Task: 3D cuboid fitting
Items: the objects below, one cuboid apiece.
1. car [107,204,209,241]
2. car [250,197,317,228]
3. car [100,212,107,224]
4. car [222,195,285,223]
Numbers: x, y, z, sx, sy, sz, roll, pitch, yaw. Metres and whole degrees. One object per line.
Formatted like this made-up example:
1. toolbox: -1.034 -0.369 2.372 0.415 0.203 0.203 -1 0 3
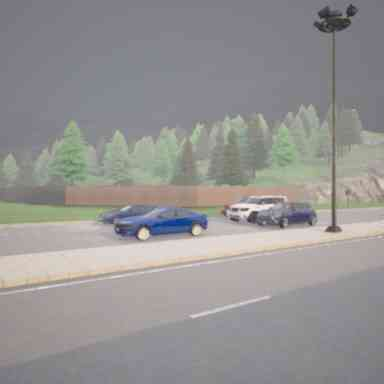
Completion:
1. car: -1.452 1.511 17.068 5.008 1.535 1.882 0 0 -36
2. car: 6.481 1.429 22.702 4.553 1.767 2.097 0 0 -35
3. car: -4.193 1.565 23.705 4.674 1.442 1.812 0 0 -35
4. car: 5.344 1.304 26.092 5.566 2.045 2.150 1 0 -35
